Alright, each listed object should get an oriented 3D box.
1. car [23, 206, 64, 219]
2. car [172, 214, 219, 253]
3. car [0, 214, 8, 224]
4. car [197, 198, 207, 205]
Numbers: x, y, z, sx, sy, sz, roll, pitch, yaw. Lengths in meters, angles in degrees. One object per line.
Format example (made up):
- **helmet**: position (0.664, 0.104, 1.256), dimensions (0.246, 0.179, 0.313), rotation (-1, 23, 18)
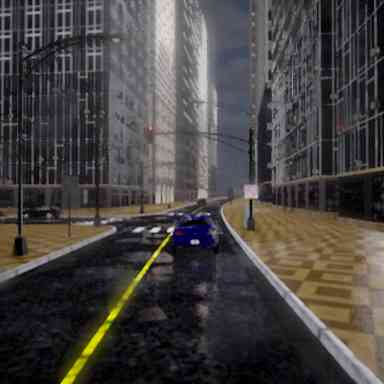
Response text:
- **car**: position (-16.159, 2.176, 36.057), dimensions (4.403, 1.369, 2.008), rotation (-1, 0, 10)
- **car**: position (0.174, 1.656, 14.295), dimensions (1.812, 1.442, 4.674), rotation (0, 0, 2)
- **car**: position (-17.662, 2.062, 27.814), dimensions (4.403, 1.369, 2.008), rotation (-1, 0, 10)
- **car**: position (2.168, 2.053, 72.896), dimensions (1.882, 1.535, 5.008), rotation (0, 0, 8)
